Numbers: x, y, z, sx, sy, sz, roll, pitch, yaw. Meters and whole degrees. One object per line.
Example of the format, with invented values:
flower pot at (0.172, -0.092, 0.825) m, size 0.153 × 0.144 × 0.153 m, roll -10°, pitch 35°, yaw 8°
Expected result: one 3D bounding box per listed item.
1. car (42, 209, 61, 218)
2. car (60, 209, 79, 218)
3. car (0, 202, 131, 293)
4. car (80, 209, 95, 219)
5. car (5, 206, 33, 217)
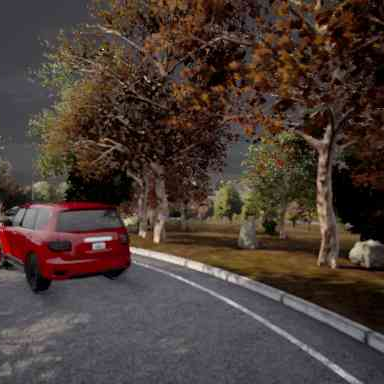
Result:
car at (-26.595, 4.148, 63.111) m, size 1.837 × 1.490 × 4.892 m, roll 0°, pitch -6°, yaw -6°
car at (-22.867, 4.010, 62.211) m, size 2.128 × 1.511 × 4.902 m, roll 0°, pitch -5°, yaw -6°
car at (-3.857, 1.296, 9.436) m, size 2.150 × 2.045 × 5.566 m, roll 0°, pitch 0°, yaw -41°
car at (-24.800, 5.260, 79.083) m, size 2.150 × 2.045 × 5.566 m, roll 0°, pitch -5°, yaw -5°
car at (-25.021, 2.832, 48.221) m, size 1.837 × 1.490 × 4.892 m, roll 0°, pitch -4°, yaw -5°
